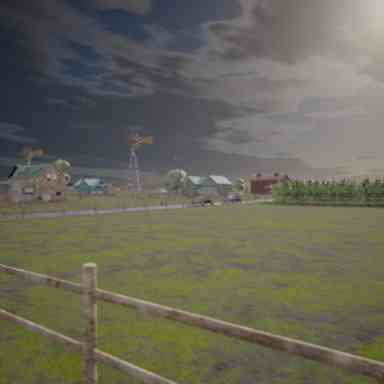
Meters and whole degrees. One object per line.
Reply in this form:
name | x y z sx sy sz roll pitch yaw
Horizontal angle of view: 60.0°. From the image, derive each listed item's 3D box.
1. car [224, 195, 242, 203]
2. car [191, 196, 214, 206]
car | 7.572 1.346 61.842 1.812 1.442 4.674 -1 0 35
car | 1.731 1.364 53.257 2.128 1.511 4.902 -1 0 35
